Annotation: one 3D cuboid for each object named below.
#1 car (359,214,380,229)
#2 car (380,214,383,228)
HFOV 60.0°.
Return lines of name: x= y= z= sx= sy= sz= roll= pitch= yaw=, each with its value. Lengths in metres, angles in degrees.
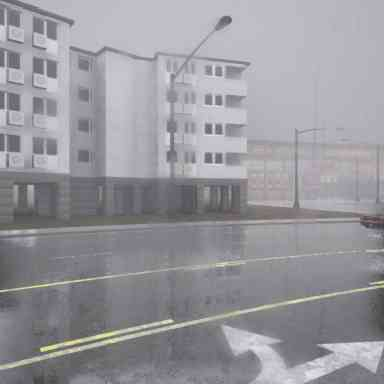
car: x=12.404 y=1.601 z=19.679 sx=4.718 sy=1.301 sz=1.895 roll=0 pitch=0 yaw=-15
car: x=11.794 y=1.352 z=15.865 sx=4.553 sy=1.767 sz=2.097 roll=0 pitch=0 yaw=-16
